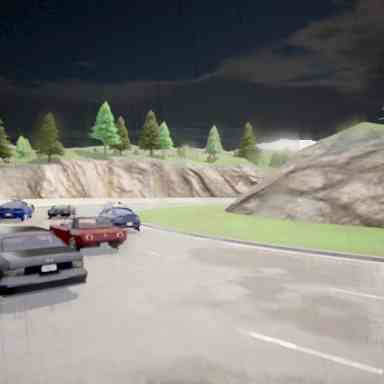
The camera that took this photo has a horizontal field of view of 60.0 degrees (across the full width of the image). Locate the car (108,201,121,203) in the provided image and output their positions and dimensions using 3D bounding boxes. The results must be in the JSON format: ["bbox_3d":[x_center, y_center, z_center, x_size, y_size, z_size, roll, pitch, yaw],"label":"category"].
[{"bbox_3d":[-9.266,1.773,39.732,1.812,1.442,4.674,0,0,-1],"label":"car"}]

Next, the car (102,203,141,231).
[{"bbox_3d":[-4.654,1.659,20.883,1.812,1.442,4.674,0,0,-29],"label":"car"}]

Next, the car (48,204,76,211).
[{"bbox_3d":[-11.969,1.770,30.944,1.895,1.301,4.718,0,0,-12],"label":"car"}]

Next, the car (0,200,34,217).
[{"bbox_3d":[-14.780,1.611,28.090,1.882,1.535,5.008,0,0,-15],"label":"car"}]

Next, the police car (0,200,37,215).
[{"bbox_3d":[-19.861,1.686,38.053,2.038,1.542,4.974,1,0,-2],"label":"police car"}]

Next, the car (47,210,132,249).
[{"bbox_3d":[-4.619,1.685,14.233,1.895,1.301,4.718,1,-1,-37],"label":"car"}]

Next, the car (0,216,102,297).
[{"bbox_3d":[-4.575,1.590,8.615,2.033,1.411,5.357,1,-1,-42],"label":"car"}]
